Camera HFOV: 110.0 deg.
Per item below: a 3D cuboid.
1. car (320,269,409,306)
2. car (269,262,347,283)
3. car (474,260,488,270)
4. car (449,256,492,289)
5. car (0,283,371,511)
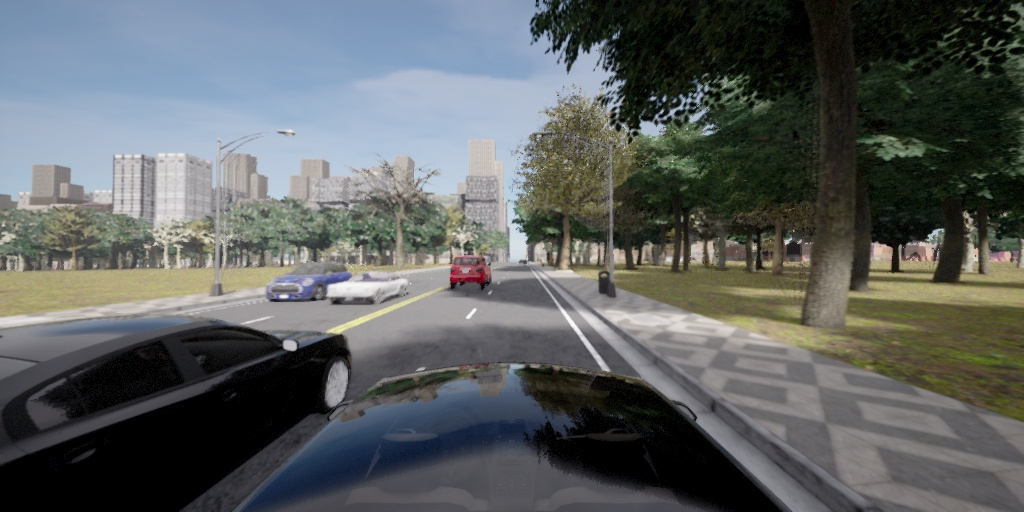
[{"bbox_3d":[-6.282,1.363,16.138,1.895,1.301,4.718,0,0,2],"label":"car"},{"bbox_3d":[-9.499,1.116,17.277,2.097,1.767,4.553,0,0,2],"label":"car"},{"bbox_3d":[-4.995,1.450,58.485,1.812,1.442,4.674,0,0,2],"label":"car"},{"bbox_3d":[-2.619,0.999,23.437,2.150,2.045,5.566,0,0,2],"label":"car"},{"bbox_3d":[-3.202,1.228,3.007,1.882,1.535,5.008,0,0,2],"label":"car"}]
